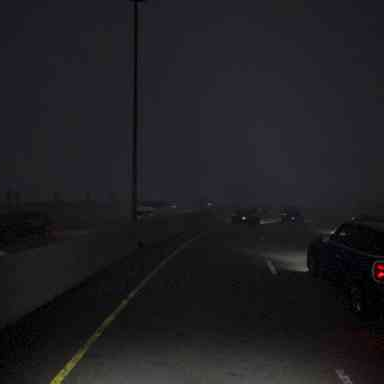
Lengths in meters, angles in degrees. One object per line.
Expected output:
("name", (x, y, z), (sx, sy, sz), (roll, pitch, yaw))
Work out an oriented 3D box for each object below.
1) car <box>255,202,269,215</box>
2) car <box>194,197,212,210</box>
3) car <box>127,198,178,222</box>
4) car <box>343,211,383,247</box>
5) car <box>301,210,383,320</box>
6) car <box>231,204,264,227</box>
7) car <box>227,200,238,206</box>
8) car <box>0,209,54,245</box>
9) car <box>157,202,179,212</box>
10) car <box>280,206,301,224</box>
("car", (8.711, 2.056, 42.181), (2.163, 1.488, 4.792), (0, -1, 16))
("car", (2.051, 1.977, 57.941), (2.150, 2.045, 5.566), (0, -1, 16))
("car", (-3.147, 1.522, 26.382), (2.150, 2.045, 5.566), (0, -1, 15))
("car", (9.162, 1.779, 16.717), (1.994, 1.385, 4.181), (0, -1, 11))
("car", (4.179, 1.450, 7.613), (2.097, 1.767, 4.553), (0, -1, 5))
("car", (4.255, 1.881, 25.935), (1.994, 1.385, 4.181), (0, -1, 15))
("car", (8.134, 2.449, 66.571), (2.128, 1.511, 4.902), (0, -1, 16))
("car", (-8.871, 1.665, 16.604), (1.837, 1.490, 4.892), (0, -1, 10))
("car", (-3.639, 2.198, 50.675), (1.994, 1.385, 4.181), (0, -1, 16))
("car", (8.366, 1.880, 27.814), (1.812, 1.442, 4.674), (0, -1, 15))
